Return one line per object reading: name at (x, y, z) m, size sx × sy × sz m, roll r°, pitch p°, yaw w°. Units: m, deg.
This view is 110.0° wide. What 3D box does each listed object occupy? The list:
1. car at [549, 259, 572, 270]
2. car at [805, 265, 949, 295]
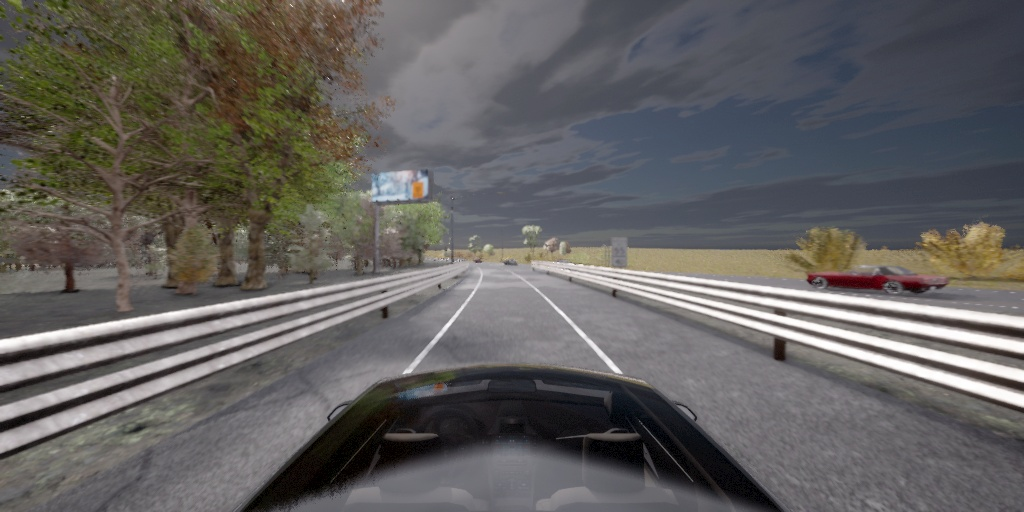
car at (6.713, 1.193, 50.675) m, size 2.033 × 1.411 × 5.357 m, roll -1°, pitch 0°, yaw -18°
car at (17.218, 1.101, 17.352) m, size 1.895 × 1.301 × 4.718 m, roll -1°, pitch 0°, yaw -17°
